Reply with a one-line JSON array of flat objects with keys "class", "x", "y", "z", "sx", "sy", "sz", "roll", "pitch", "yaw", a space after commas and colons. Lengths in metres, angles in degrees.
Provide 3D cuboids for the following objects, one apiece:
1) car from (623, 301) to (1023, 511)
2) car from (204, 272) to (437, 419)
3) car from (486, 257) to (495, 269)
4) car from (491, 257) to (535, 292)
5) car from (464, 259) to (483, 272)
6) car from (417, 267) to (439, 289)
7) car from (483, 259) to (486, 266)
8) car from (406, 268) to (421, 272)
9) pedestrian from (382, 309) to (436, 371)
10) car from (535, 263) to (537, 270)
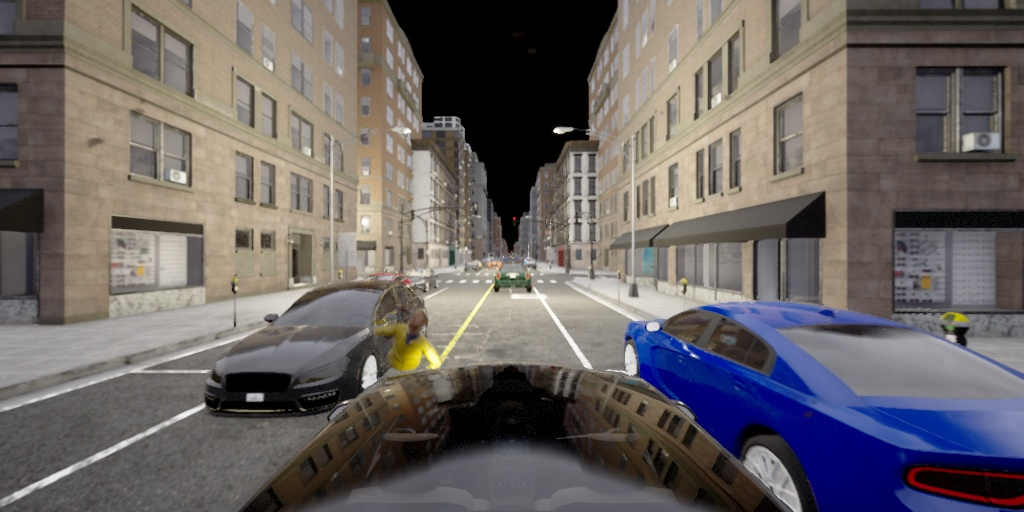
[{"class": "car", "x": 2.752, "y": 1.231, "z": 3.953, "sx": 1.882, "sy": 1.535, "sz": 5.008, "roll": 0, "pitch": 0, "yaw": 0}, {"class": "car", "x": -2.846, "y": 1.258, "z": 6.410, "sx": 1.837, "sy": 1.490, "sz": 4.892, "roll": 0, "pitch": 2, "yaw": 0}, {"class": "car", "x": -2.732, "y": 1.173, "z": 57.268, "sx": 2.097, "sy": 1.767, "sz": 4.553, "roll": 0, "pitch": 0, "yaw": 0}, {"class": "car", "x": 0.073, "y": 1.129, "z": 21.490, "sx": 2.097, "sy": 1.767, "sz": 4.553, "roll": 0, "pitch": 0, "yaw": 1}, {"class": "car", "x": -5.313, "y": 1.360, "z": 47.532, "sx": 2.007, "sy": 1.370, "sz": 4.403, "roll": 0, "pitch": 0, "yaw": 0}, {"class": "car", "x": -5.357, "y": 1.327, "z": 20.656, "sx": 2.007, "sy": 1.370, "sz": 4.403, "roll": 0, "pitch": 0, "yaw": 0}, {"class": "car", "x": -5.309, "y": 1.341, "z": 52.768, "sx": 1.751, "sy": 1.417, "sz": 4.829, "roll": 0, "pitch": 0, "yaw": 0}, {"class": "car", "x": -5.367, "y": 1.350, "z": 14.974, "sx": 1.802, "sy": 1.307, "sz": 4.207, "roll": 0, "pitch": 0, "yaw": 0}, {"class": "pedestrian", "x": -1.376, "y": 1.329, "z": 4.503, "sx": 0.375, "sy": 0.375, "sz": 1.860, "roll": -25, "pitch": -25, "yaw": -45}, {"class": "car", "x": 2.726, "y": 1.366, "z": 52.925, "sx": 2.007, "sy": 1.370, "sz": 4.403, "roll": 0, "pitch": 0, "yaw": 0}]
